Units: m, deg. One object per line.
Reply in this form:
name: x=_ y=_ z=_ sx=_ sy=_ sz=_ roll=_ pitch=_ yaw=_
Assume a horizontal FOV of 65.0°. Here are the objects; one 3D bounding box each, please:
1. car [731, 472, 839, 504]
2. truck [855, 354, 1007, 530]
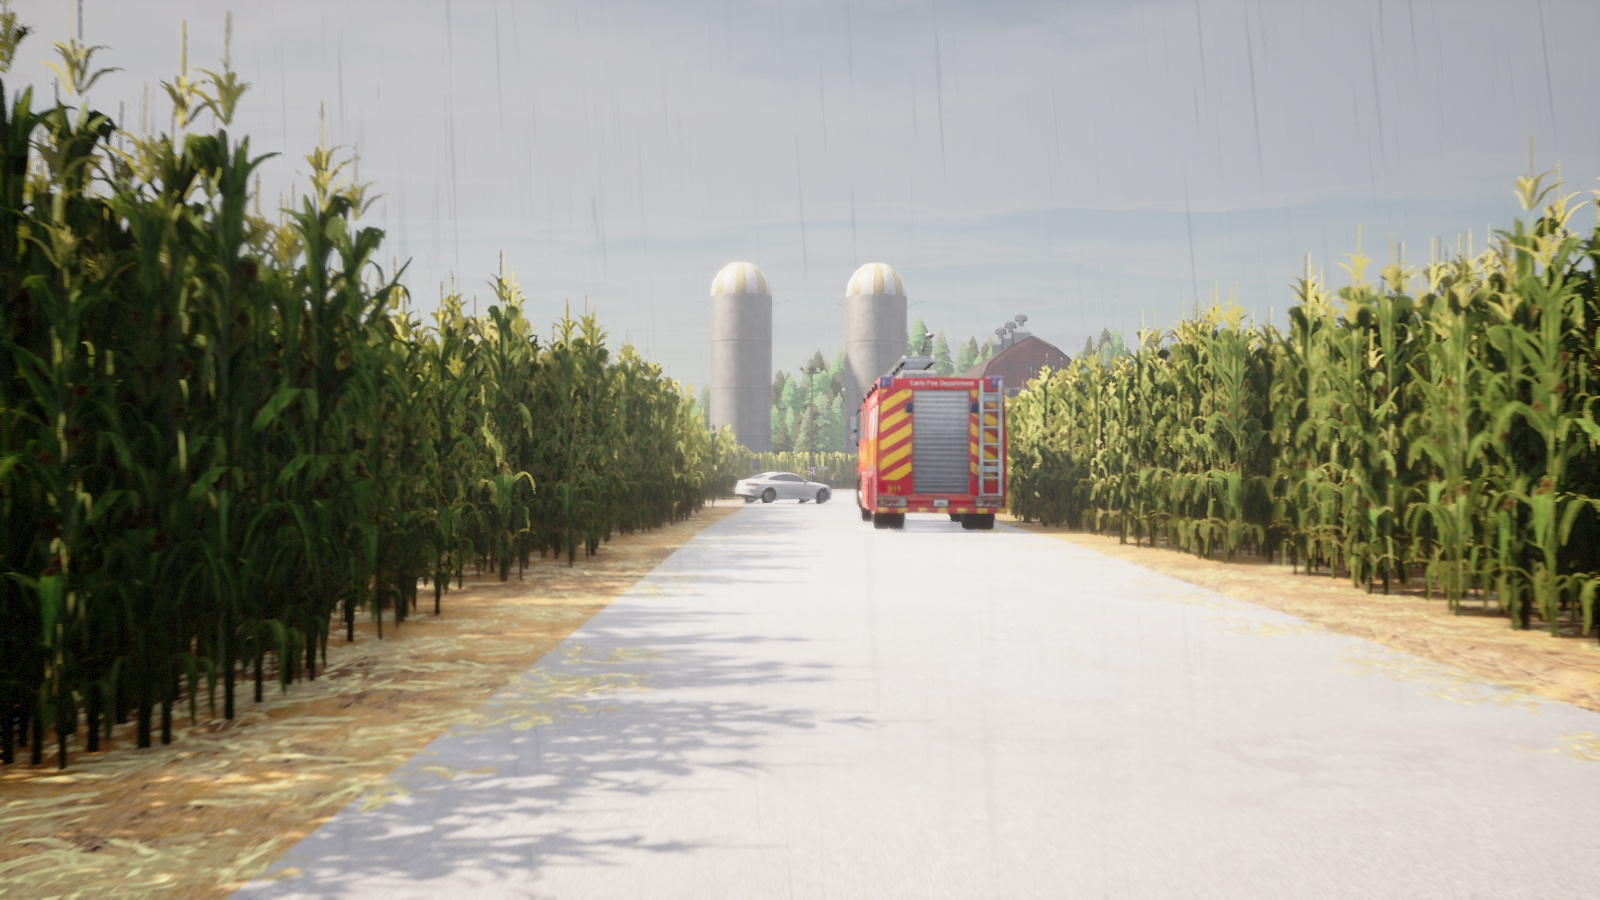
car: x=-0.664 y=1.738 z=57.455 sx=4.674 sy=1.442 sz=1.812 roll=1 pitch=-2 yaw=-32
truck: x=3.018 y=-0.078 z=31.500 sx=2.891 sy=3.827 sz=8.468 roll=0 pitch=-1 yaw=0
